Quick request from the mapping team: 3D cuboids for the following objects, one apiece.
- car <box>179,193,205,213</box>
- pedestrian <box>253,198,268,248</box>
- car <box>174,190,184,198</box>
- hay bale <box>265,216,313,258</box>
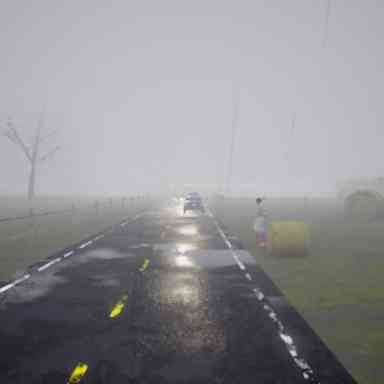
[{"bbox_3d":[0.175,1.049,29.223,2.033,1.411,5.357,0,1,0],"label":"car"},{"bbox_3d":[2.536,1.086,12.190,0.375,1.860,0.375,-1,2,4],"label":"pedestrian"},{"bbox_3d":[-2.547,0.422,65.754,2.128,1.511,4.902,0,1,1],"label":"car"},{"bbox_3d":[3.175,1.463,11.056,1.220,1.180,1.240,1,2,0],"label":"hay bale"}]
